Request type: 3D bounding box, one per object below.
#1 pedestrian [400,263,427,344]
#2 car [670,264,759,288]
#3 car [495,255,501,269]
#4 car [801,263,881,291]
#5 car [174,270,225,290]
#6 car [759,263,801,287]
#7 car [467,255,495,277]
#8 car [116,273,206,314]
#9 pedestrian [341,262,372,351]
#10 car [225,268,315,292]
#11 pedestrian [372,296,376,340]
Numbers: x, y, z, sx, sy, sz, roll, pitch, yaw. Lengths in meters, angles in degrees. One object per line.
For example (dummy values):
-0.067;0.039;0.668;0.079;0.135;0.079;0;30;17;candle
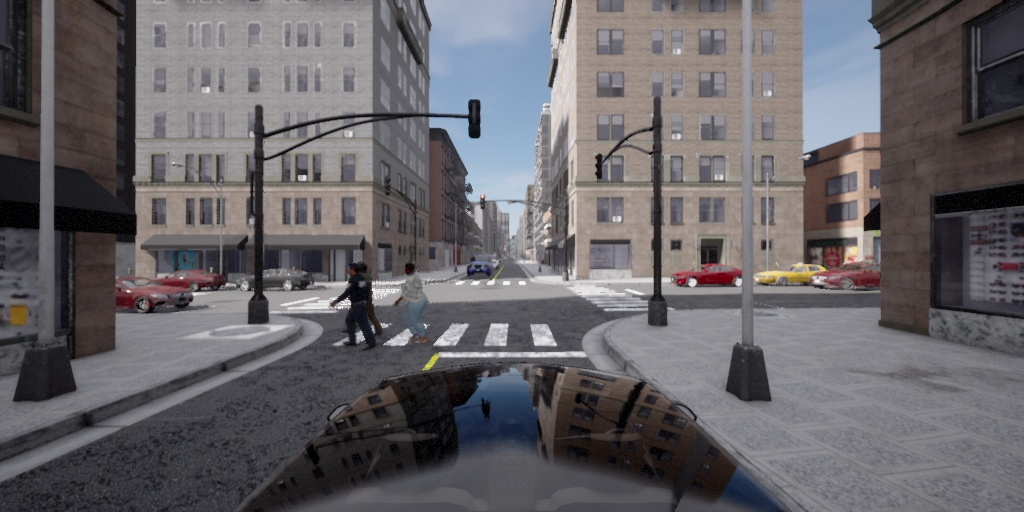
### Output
-2.238;1.038;8.152;0.375;1.860;0.375;0;0;0;pedestrian
12.131;1.171;22.039;4.507;1.381;1.888;0;0;0;car
-3.112;0.877;52.823;2.150;2.045;5.566;0;1;1;car
18.731;1.078;19.242;4.674;1.442;1.812;-1;0;0;car
-20.161;1.526;22.245;4.207;1.307;1.802;0;0;0;car
17.453;1.099;22.005;4.829;1.417;1.751;0;0;0;car
-3.118;0.928;35.402;2.150;2.045;5.566;0;0;0;car
-14.661;1.440;13.684;4.207;1.307;1.802;0;0;0;car
-3.277;1.039;7.551;0.375;1.860;0.375;0;0;0;pedestrian
-14.632;1.439;22.209;4.403;1.370;2.007;0;0;0;car
-3.646;1.037;8.751;0.375;1.860;0.375;0;0;0;pedestrian
